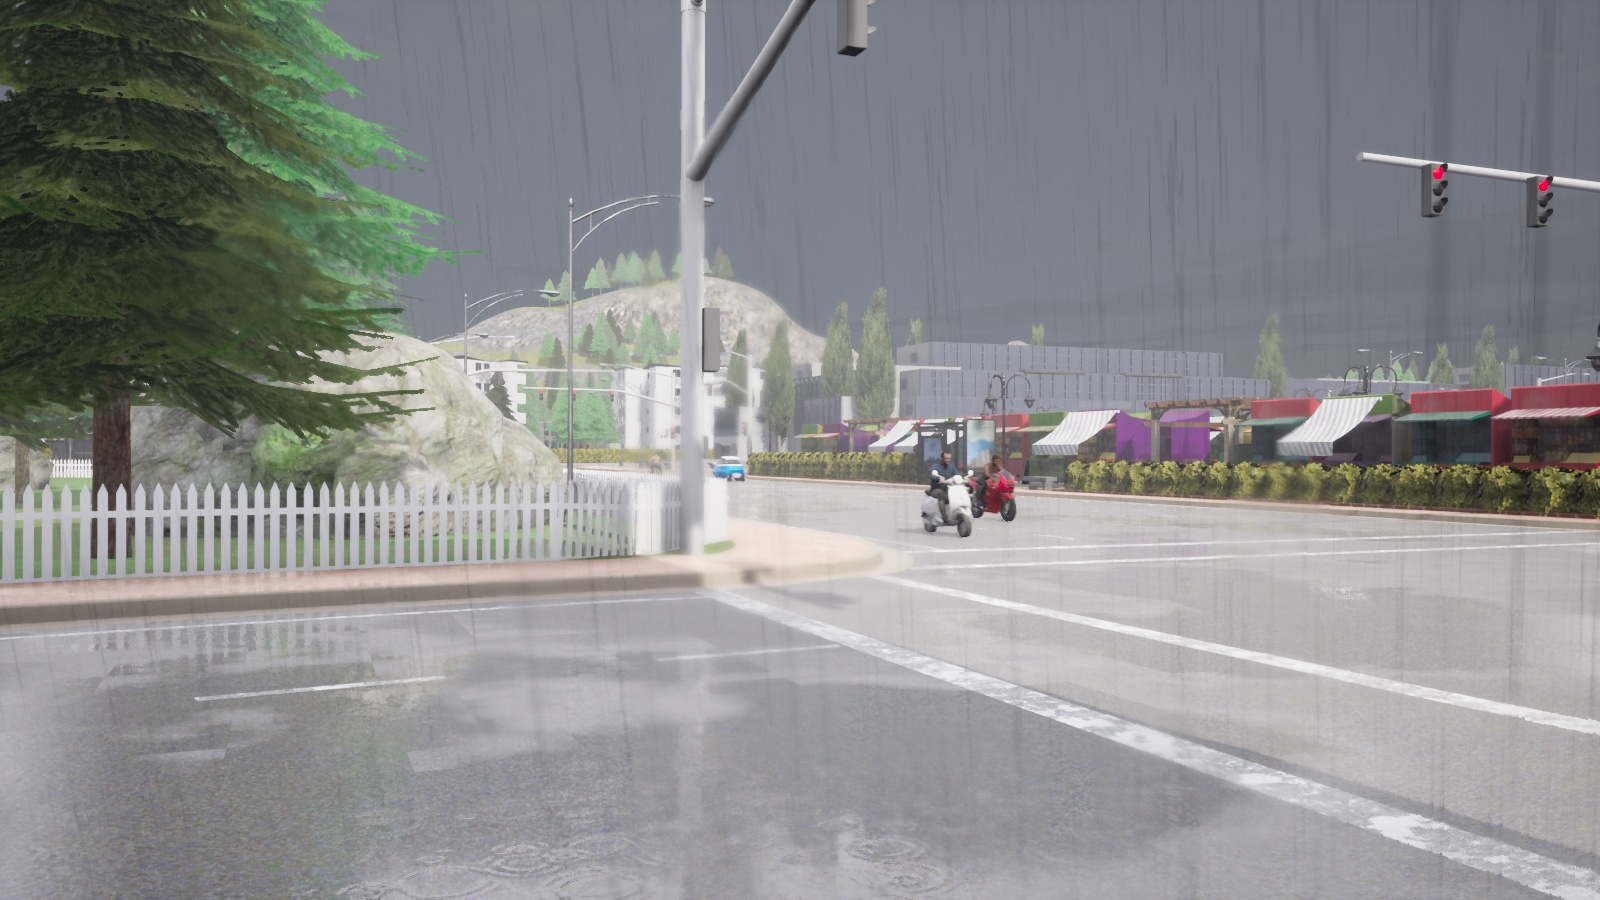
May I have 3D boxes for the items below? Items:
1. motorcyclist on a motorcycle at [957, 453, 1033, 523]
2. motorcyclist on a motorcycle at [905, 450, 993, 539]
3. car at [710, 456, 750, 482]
[{"bbox_3d":[4.446,0.842,28.773,0.797,1.523,2.044,0,0,-22],"label":"motorcyclist on a motorcycle"},{"bbox_3d":[2.771,0.806,23.575,0.866,1.590,1.817,0,0,-22],"label":"motorcyclist on a motorcycle"},{"bbox_3d":[-3.793,1.030,67.871,1.481,1.376,2.207,0,0,-22],"label":"car"}]
